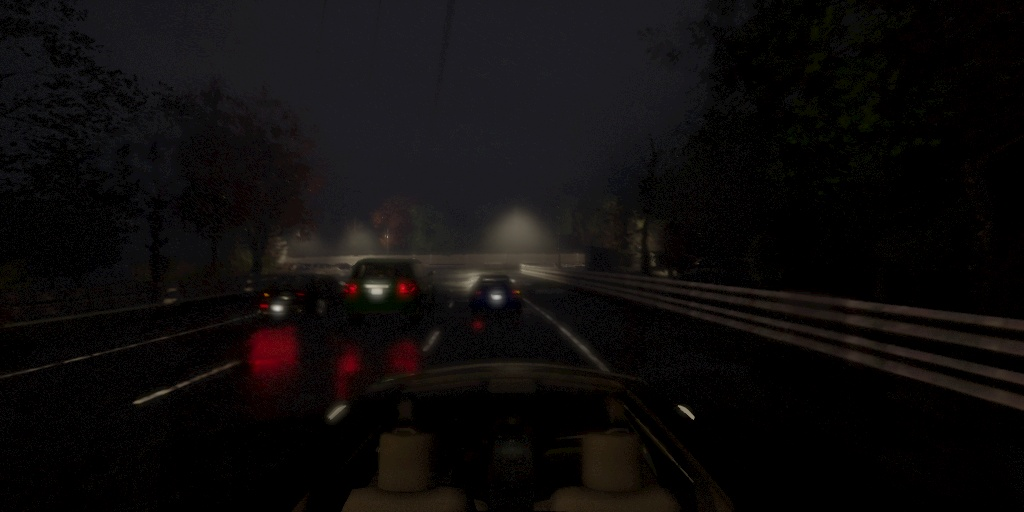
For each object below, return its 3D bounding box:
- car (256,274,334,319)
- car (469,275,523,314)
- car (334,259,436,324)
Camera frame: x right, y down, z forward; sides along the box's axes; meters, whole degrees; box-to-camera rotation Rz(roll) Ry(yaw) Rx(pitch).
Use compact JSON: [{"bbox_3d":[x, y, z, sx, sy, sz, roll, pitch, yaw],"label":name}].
[{"bbox_3d":[-7.721,1.427,13.802,1.837,1.490,4.892,0,0,-7],"label":"car"},{"bbox_3d":[-0.738,1.450,14.668,1.994,1.385,4.181,0,-1,-6],"label":"car"},{"bbox_3d":[-4.059,1.111,12.770,2.150,2.045,5.566,0,0,-6],"label":"car"}]
